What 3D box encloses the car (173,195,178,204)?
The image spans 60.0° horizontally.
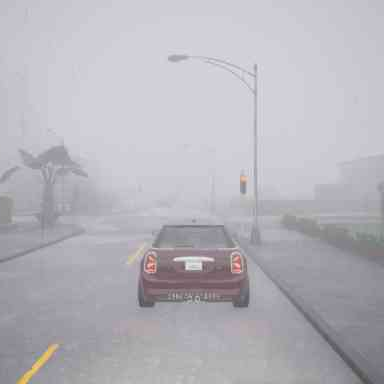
[{"bbox_3d":[-4.027,1.601,57.819,1.895,1.301,4.718,0,0,0],"label":"car"}]

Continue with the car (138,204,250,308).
[{"bbox_3d":[0.051,1.352,8.105,2.097,1.767,4.553,0,0,1],"label":"car"}]

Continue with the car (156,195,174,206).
[{"bbox_3d":[-4.056,1.564,47.917,1.994,1.385,4.181,0,0,0],"label":"car"}]

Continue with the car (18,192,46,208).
[{"bbox_3d":[-19.725,0.985,41.981,1.905,1.878,3.866,0,0,35],"label":"car"}]

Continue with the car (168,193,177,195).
[{"bbox_3d":[-3.948,1.221,68.213,2.150,2.045,5.566,0,0,0],"label":"car"}]
